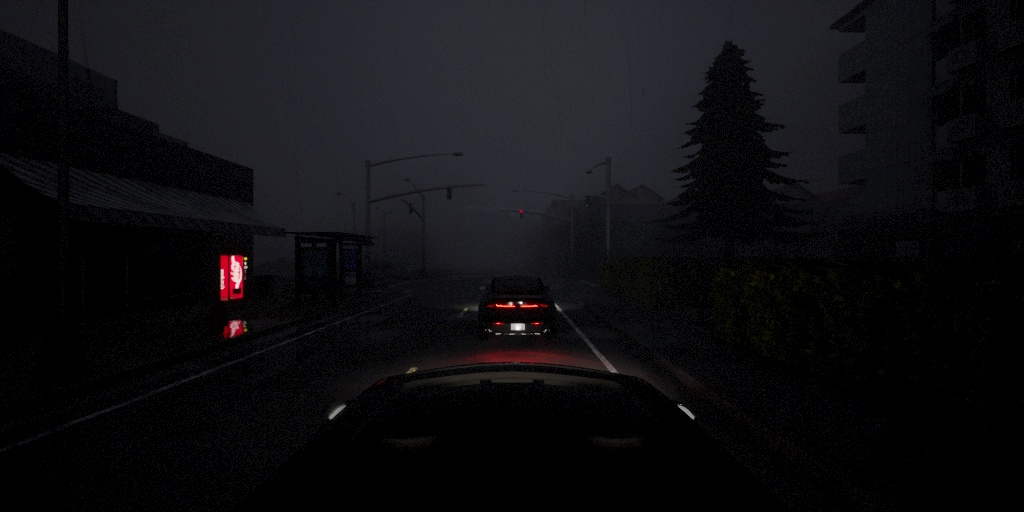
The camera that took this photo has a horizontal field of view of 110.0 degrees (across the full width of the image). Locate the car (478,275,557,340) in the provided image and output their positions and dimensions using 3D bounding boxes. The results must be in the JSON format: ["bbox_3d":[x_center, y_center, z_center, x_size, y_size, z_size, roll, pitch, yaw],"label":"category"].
[{"bbox_3d":[0.118,1.255,10.022,1.837,1.490,4.892,0,0,0],"label":"car"}]
